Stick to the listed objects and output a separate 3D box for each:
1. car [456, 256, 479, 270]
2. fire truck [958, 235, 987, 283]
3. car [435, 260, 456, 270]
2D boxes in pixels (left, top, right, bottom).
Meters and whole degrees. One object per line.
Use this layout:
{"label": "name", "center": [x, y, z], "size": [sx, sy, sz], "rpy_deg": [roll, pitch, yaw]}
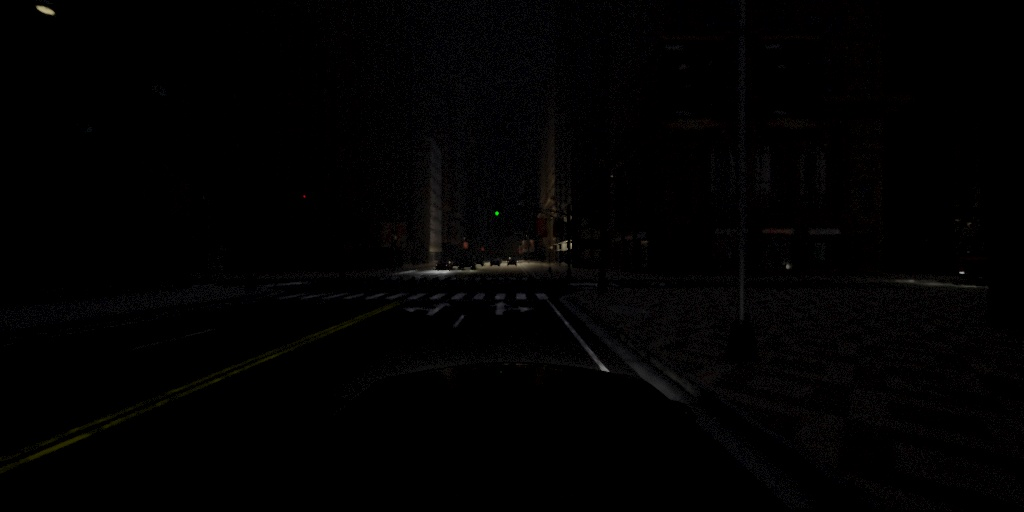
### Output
{"label": "car", "center": [-6.555, 0.978, 52.643], "size": [2.150, 2.045, 5.566], "rpy_deg": [0, 0, 0]}
{"label": "fire truck", "center": [37.617, 0.107, 25.550], "size": [8.468, 3.827, 2.891], "rpy_deg": [0, 0, 0]}
{"label": "car", "center": [-9.806, 1.358, 51.931], "size": [1.895, 1.301, 4.718], "rpy_deg": [0, 0, 1]}
